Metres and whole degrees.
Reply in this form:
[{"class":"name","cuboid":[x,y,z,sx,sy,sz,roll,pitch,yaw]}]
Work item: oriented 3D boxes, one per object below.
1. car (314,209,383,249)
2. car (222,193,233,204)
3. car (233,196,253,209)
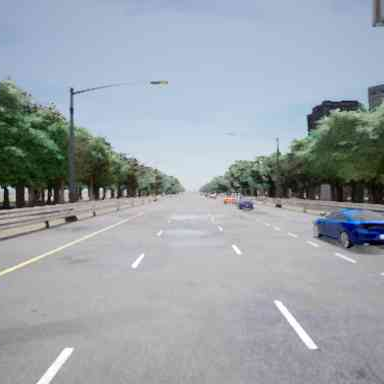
[{"class":"car","cuboid":[6.997,1.497,14.622,1.882,1.535,5.008,0,0,0]},{"class":"car","cuboid":[6.988,1.369,62.642,2.097,1.767,4.553,0,0,0]},{"class":"car","cuboid":[6.990,1.541,44.327,1.812,1.442,4.674,0,0,0]}]
